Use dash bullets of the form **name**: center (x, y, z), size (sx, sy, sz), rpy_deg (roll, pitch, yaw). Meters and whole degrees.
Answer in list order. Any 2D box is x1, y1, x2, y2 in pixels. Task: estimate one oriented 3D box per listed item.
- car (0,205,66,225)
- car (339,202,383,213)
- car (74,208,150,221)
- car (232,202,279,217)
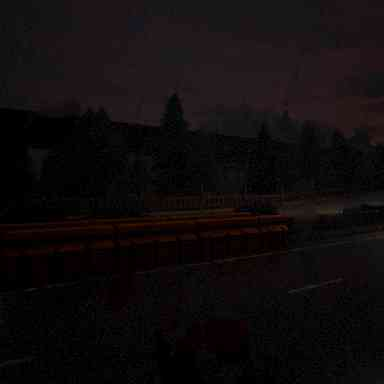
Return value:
- **car**: center (-9.647, 1.504, 18.585), size (4.892, 1.490, 1.837), rpy_deg (0, 0, -34)
- **car**: center (13.434, 1.479, 25.692), size (4.718, 1.301, 1.895), rpy_deg (-2, 1, -34)
- **car**: center (-4.267, 1.564, 17.995), size (4.181, 1.385, 1.994), rpy_deg (0, 0, -34)
- **car**: center (5.522, 1.527, 28.822), size (4.181, 1.385, 1.994), rpy_deg (-1, 1, -34)
